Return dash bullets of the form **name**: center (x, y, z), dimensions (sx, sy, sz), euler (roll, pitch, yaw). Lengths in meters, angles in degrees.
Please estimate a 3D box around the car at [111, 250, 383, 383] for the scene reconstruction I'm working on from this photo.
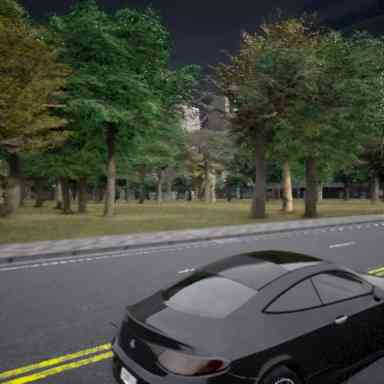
- **car**: center (1.289, 1.522, 4.377), dimensions (4.674, 1.442, 1.812), euler (0, 0, -36)
